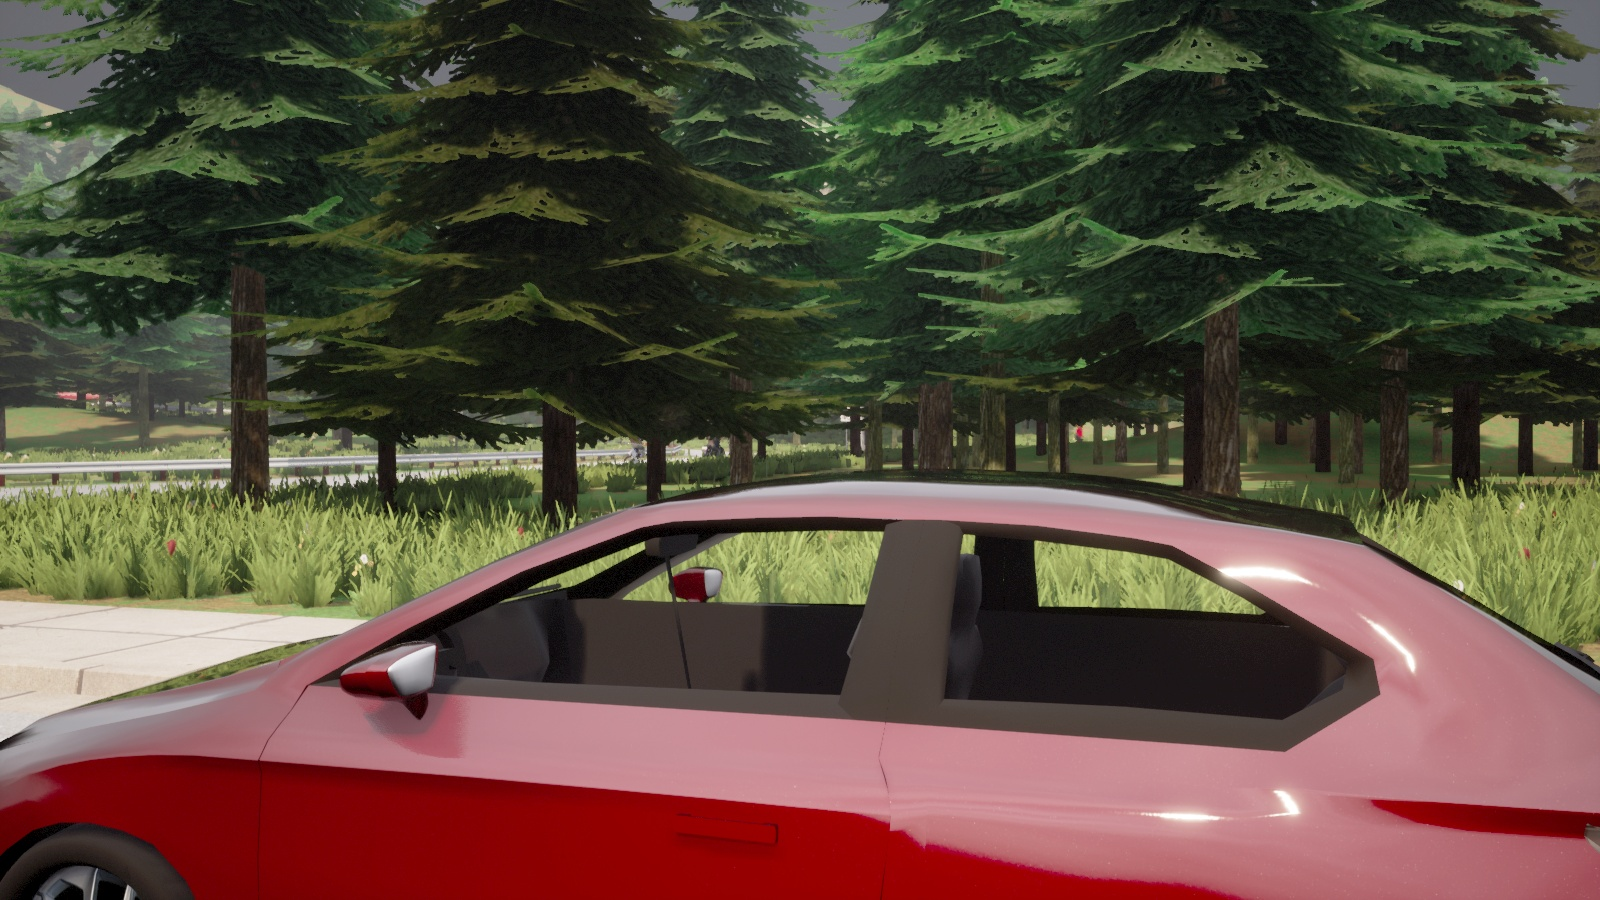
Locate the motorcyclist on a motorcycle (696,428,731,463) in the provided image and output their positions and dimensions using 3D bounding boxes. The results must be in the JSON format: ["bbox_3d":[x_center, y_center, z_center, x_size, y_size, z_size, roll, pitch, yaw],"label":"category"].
[{"bbox_3d":[-4.157,-0.235,60.611,0.766,1.649,2.350,1,1,20],"label":"motorcyclist on a motorcycle"}]

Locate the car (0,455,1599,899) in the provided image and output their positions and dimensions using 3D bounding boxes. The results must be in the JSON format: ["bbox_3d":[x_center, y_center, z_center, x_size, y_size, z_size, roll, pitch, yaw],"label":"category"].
[{"bbox_3d":[-0.113,0.788,3.231,4.193,1.474,1.816,1,1,19],"label":"car"}]
